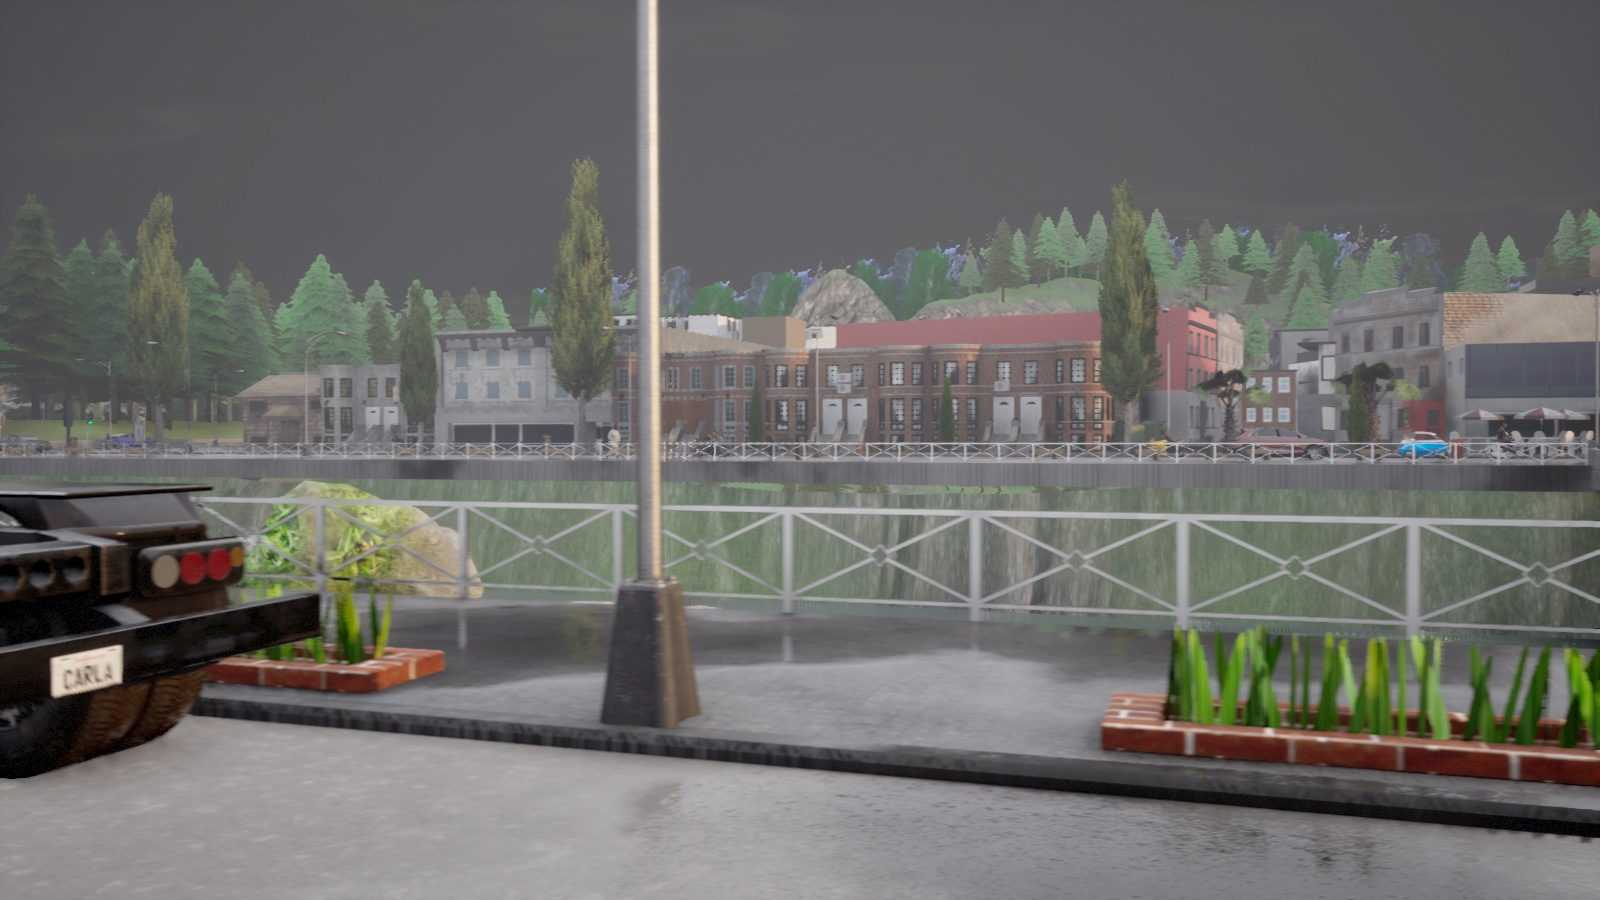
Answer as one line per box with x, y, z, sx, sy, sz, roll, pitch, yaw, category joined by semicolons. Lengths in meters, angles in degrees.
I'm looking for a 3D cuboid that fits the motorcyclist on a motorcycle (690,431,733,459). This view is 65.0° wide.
-4.961;-0.285;70.448;2.191;1.530;0.866;1;1;19;motorcyclist on a motorcycle

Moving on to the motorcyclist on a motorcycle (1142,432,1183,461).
19.186;-0.185;66.549;2.044;1.523;0.797;1;1;19;motorcyclist on a motorcycle

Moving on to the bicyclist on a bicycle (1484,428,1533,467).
32.613;-0.106;57.816;1.843;1.776;0.659;0;1;19;bicyclist on a bicycle

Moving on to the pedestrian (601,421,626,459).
-9.403;-0.511;63.207;0.900;1.855;0.874;1;1;28;pedestrian

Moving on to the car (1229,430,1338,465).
23.390;-0.131;60.917;4.856;1.649;2.033;1;1;19;car

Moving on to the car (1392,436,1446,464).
30.836;-0.006;62.634;2.207;1.376;1.481;1;1;19;car

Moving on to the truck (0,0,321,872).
-6.516;-0.274;5.900;7.936;3.462;2.891;1;1;19;truck
